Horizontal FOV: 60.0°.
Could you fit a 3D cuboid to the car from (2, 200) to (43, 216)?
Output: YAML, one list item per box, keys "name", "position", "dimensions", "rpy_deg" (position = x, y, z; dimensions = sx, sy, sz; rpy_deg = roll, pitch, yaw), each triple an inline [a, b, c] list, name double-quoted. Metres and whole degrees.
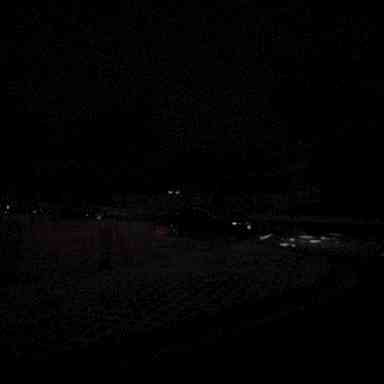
- name: "car"
  position: [-15.736, 1.537, 31.266]
  dimensions: [4.892, 1.490, 1.837]
  rpy_deg: [0, 4, 44]

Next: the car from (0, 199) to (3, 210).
- name: "car"
  position: [-22.977, 1.527, 38.787]
  dimensions: [2.128, 1.511, 4.902]
  rpy_deg: [-5, 4, -41]

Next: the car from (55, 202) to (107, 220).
- name: "car"
  position: [-8.227, 1.522, 24.498]
  dimensions: [4.902, 1.511, 2.128]
  rpy_deg: [0, 4, 40]

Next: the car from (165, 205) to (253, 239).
- name: "car"
  position: [0.768, 1.470, 17.560]
  dimensions: [4.902, 1.511, 2.128]
  rpy_deg: [-1, 3, 36]
